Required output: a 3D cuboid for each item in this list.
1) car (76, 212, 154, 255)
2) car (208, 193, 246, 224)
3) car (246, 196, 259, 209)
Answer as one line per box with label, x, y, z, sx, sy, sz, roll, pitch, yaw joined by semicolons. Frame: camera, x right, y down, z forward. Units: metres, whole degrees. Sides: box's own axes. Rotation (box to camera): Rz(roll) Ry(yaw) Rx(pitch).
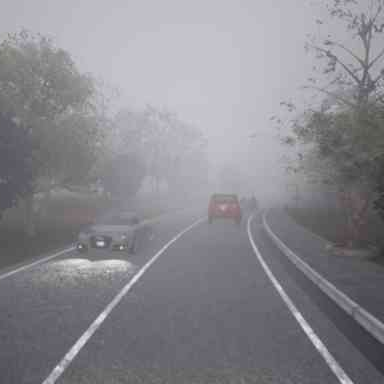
car;-2.796;1.493;12.917;1.994;1.385;4.181;0;0;6
car;2.467;1.102;23.740;2.150;2.045;5.566;1;1;11
car;7.197;1.298;41.517;2.128;1.511;4.902;1;1;18
